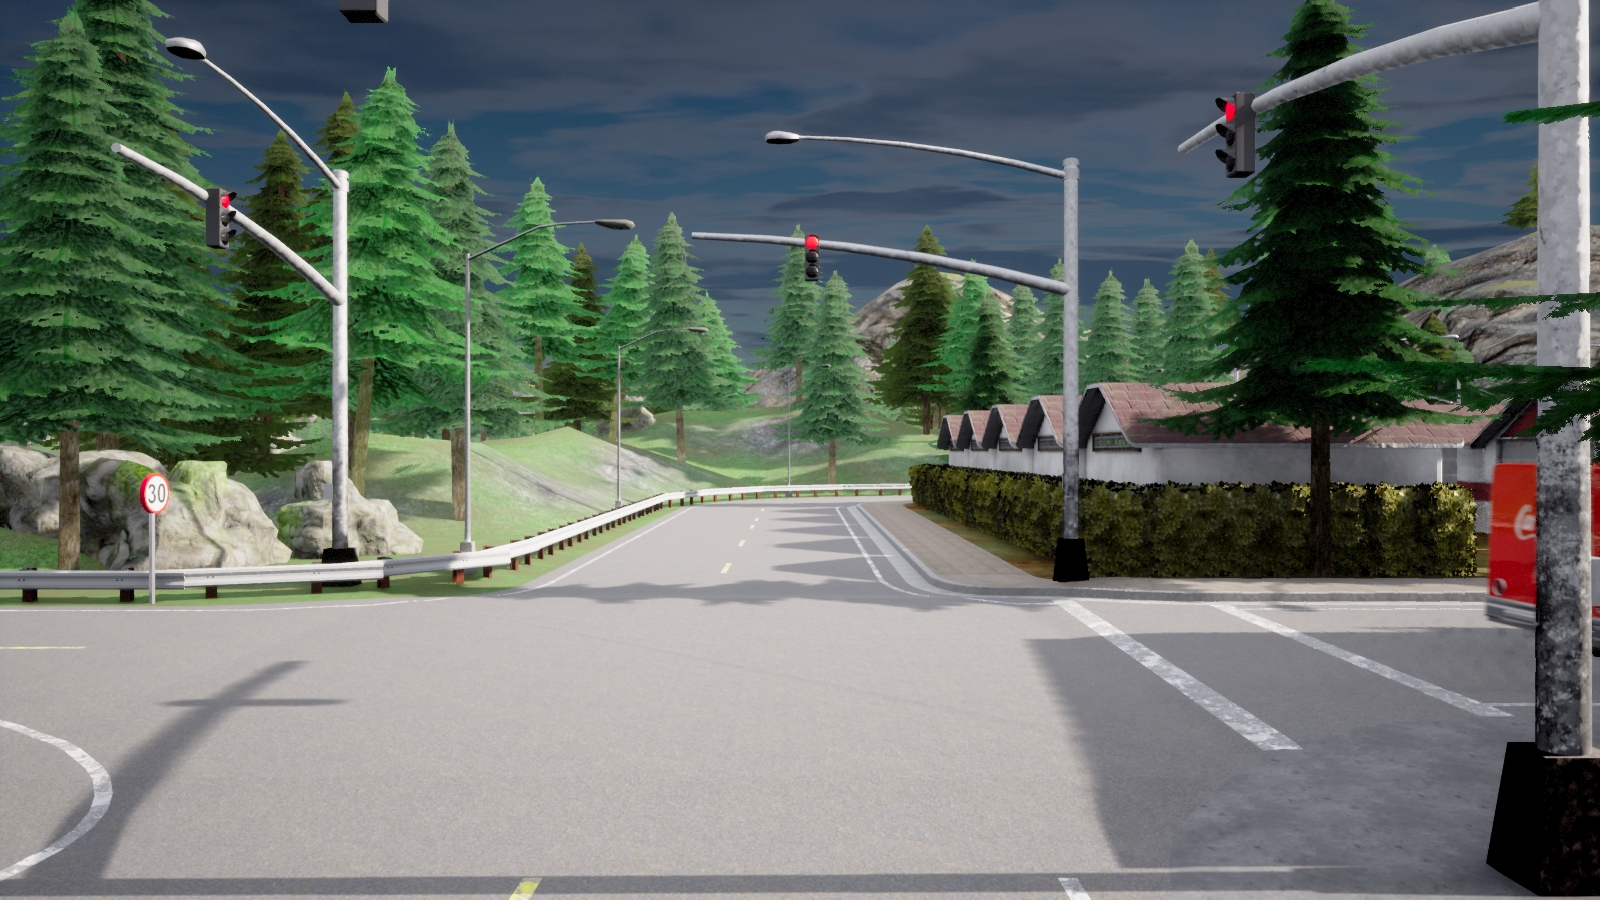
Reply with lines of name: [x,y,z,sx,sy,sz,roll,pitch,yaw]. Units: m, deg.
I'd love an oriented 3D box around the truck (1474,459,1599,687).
truck: [11.304,1.367,13.426,5.204,2.467,2.627,0,0,-1]
